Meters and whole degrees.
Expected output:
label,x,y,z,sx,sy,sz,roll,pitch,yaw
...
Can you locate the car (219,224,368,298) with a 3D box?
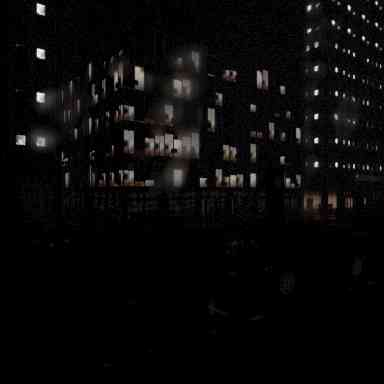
label,x,y,z,sx,sy,sz,roll,pitch,yaw
car,2.711,1.545,8.481,4.507,1.381,1.887,0,0,-35
